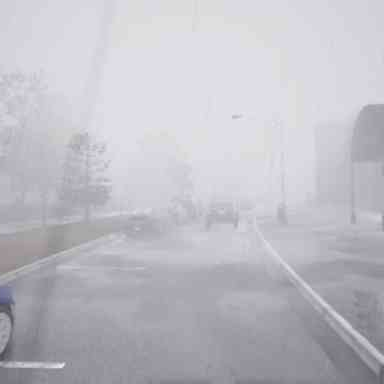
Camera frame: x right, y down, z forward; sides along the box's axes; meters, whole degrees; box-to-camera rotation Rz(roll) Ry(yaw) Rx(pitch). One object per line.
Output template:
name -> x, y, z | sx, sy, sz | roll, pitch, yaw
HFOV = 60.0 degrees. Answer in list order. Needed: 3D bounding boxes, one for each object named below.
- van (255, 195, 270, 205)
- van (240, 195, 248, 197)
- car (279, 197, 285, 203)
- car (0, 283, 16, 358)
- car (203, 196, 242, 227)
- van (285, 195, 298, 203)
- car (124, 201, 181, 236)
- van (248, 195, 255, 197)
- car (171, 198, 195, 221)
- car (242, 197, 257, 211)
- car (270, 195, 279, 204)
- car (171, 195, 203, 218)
van -> 14.807, 1.679, 71.828 | 1.878, 1.987, 4.442 | -3, -1, 27
van -> 7.651, 1.502, 56.674 | 1.878, 1.987, 4.442 | -3, -1, 21
car -> 20.436, 2.065, 81.349 | 2.002, 1.452, 4.674 | -2, -1, 32
car -> -3.522, 1.482, 2.818 | 2.097, 1.535, 5.008 | 0, 0, 2
car -> 2.237, 1.390, 23.368 | 2.097, 1.767, 4.553 | 0, 0, 9
van -> 26.697, 1.894, 90.702 | 1.878, 1.987, 4.442 | -2, -1, 35
car -> -2.342, 1.529, 18.815 | 2.231, 1.521, 4.892 | -3, 0, 9
van -> 9.830, 1.556, 61.811 | 1.878, 1.987, 4.442 | -3, -1, 22
car -> -1.514, 1.544, 24.345 | 2.231, 1.521, 4.892 | -3, 0, 9
car -> 6.769, 1.659, 42.563 | 1.994, 1.385, 4.181 | -1, -1, 16
car -> 17.519, 1.717, 76.616 | 2.435, 2.045, 5.566 | -3, -1, 28
car -> -0.498, 1.306, 29.879 | 2.435, 2.045, 5.566 | -3, 0, 11
